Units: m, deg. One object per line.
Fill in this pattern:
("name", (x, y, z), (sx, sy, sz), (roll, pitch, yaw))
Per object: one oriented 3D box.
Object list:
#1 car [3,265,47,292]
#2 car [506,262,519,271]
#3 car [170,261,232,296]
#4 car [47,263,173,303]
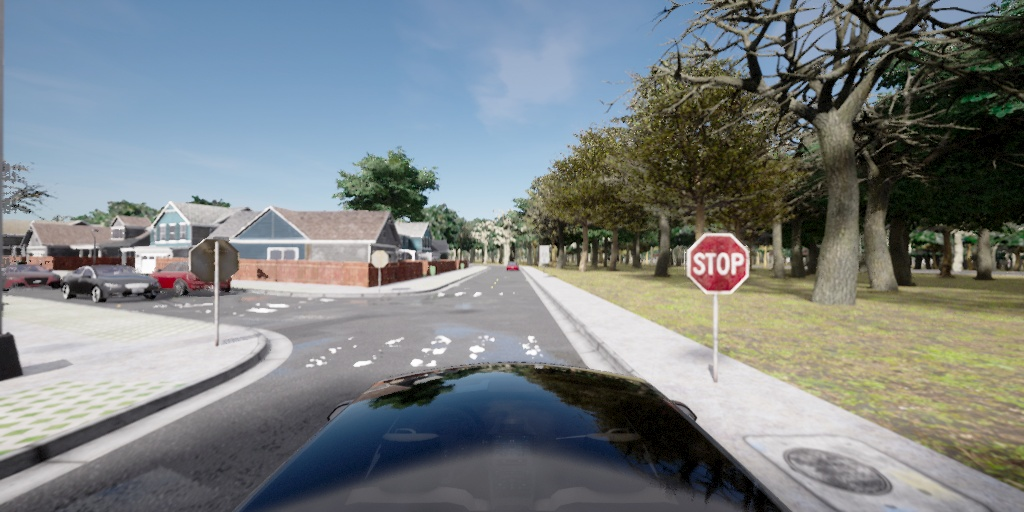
("car", (-27.157, 1.179, 19.948), (4.181, 1.385, 1.994), (0, 0, 24))
("car", (0.097, 1.724, 57.774), (1.994, 1.385, 4.181), (0, 0, 1))
("car", (-16.995, 1.052, 18.760), (4.553, 1.767, 2.097), (0, 0, 23))
("car", (-17.835, 1.170, 15.923), (4.902, 1.511, 2.128), (0, 0, 23))
